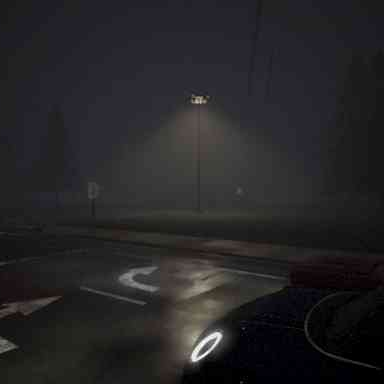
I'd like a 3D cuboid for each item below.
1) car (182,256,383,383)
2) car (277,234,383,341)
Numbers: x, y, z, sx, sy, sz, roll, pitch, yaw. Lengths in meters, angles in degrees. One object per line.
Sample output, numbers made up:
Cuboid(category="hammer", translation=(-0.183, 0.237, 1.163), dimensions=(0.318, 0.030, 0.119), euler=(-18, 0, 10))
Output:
Cuboid(category="car", translation=(2.107, 1.351, 2.468), dimensions=(4.553, 1.767, 2.097), euler=(0, 0, 35))
Cuboid(category="car", translation=(4.014, 1.600, 5.410), dimensions=(4.718, 1.301, 1.895), euler=(0, 0, 35))
